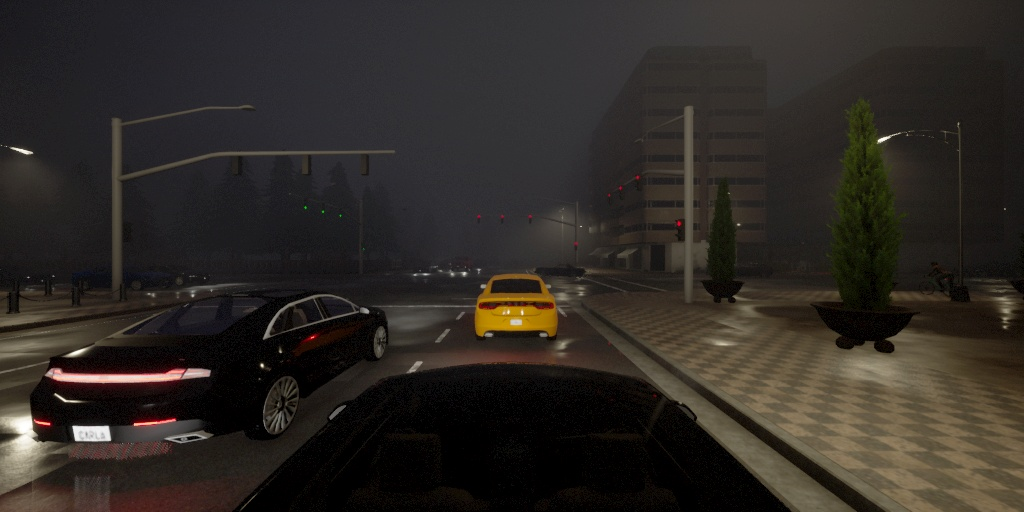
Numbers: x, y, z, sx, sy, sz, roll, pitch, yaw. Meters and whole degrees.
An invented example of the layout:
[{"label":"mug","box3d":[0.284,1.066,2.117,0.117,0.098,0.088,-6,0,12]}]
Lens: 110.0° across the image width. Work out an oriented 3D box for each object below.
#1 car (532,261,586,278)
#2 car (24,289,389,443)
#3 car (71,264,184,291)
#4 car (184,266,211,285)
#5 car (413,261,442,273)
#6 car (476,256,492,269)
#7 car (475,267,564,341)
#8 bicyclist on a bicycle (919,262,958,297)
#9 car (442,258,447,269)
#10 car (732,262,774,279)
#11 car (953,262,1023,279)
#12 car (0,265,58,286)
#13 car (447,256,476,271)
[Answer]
[{"label":"car","box3d":[4.548,1.380,33.811,4.718,1.301,1.895,1,0,17]},{"label":"car","box3d":[-3.423,1.242,5.364,2.128,1.511,4.902,0,0,1]},{"label":"car","box3d":[-23.431,1.283,21.731,5.008,1.535,1.882,0,0,0]},{"label":"car","box3d":[-24.015,1.310,25.241,4.892,1.490,1.837,0,0,1]},{"label":"car","box3d":[-10.400,1.297,43.601,2.033,1.411,5.357,0,0,2]},{"label":"car","box3d":[-5.320,1.253,58.538,1.837,1.490,4.892,0,1,15]},{"label":"car","box3d":[0.107,1.228,9.946,1.882,1.535,5.008,0,0,0]},{"label":"bicyclist on a bicycle","box3d":[20.288,1.106,17.061,0.582,1.620,1.656,0,0,0]},{"label":"car","box3d":[-9.557,1.103,54.533,2.097,1.767,4.553,0,0,8]},{"label":"car","box3d":[20.956,1.297,32.545,4.902,1.511,2.128,0,0,0]},{"label":"car","box3d":[43.287,1.283,32.559,5.008,1.535,1.882,0,0,0]},{"label":"car","box3d":[-35.622,1.353,25.200,5.357,1.411,2.033,0,0,0]},{"label":"car","box3d":[-6.709,0.971,48.428,2.150,2.045,5.566,0,0,4]}]
